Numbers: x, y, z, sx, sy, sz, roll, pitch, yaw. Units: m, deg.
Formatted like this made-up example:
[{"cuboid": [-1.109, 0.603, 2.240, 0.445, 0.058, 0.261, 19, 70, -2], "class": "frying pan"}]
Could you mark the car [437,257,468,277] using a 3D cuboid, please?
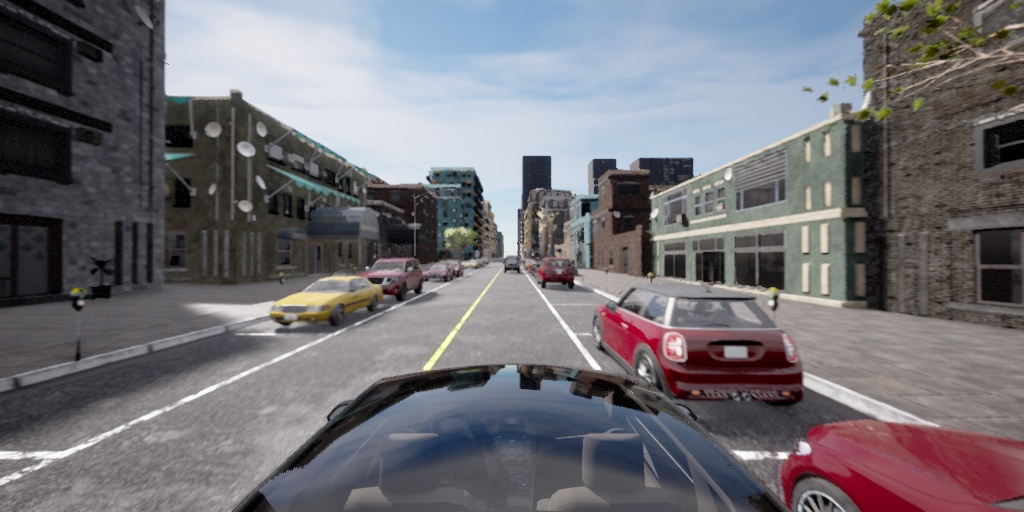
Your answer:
[{"cuboid": [-5.696, 1.116, 33.933, 1.967, 1.591, 4.097, 0, 0, 0], "class": "car"}]

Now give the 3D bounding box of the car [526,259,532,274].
[{"cuboid": [2.684, 1.243, 33.934, 1.948, 1.339, 4.313, 0, 0, 0], "class": "car"}]

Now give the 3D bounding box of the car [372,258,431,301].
[{"cuboid": [-5.693, 1.027, 17.334, 2.192, 1.841, 5.009, 0, 0, 0], "class": "car"}]

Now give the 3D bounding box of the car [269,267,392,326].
[{"cuboid": [-5.691, 1.251, 11.631, 1.751, 1.417, 4.829, 0, 0, 0], "class": "car"}]

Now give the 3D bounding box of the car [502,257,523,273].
[{"cuboid": [-0.009, 1.167, 40.803, 1.837, 1.490, 4.892, 0, 0, 0], "class": "car"}]

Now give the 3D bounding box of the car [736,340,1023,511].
[{"cuboid": [2.692, 1.335, 0.736, 1.802, 1.307, 4.207, 0, 0, 0], "class": "car"}]

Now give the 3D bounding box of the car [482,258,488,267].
[{"cuboid": [-5.827, 1.167, 63.242, 2.007, 1.370, 4.403, 0, 0, 0], "class": "car"}]

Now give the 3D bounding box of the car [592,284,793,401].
[{"cuboid": [2.691, 1.179, 6.269, 1.967, 1.591, 4.097, 0, 0, 0], "class": "car"}]

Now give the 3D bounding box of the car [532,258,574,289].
[{"cuboid": [2.687, 1.015, 22.868, 2.192, 1.841, 5.009, 0, 0, 0], "class": "car"}]

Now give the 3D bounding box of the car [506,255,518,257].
[{"cuboid": [-0.012, 0.863, 51.329, 2.150, 2.045, 5.566, 0, 0, 0], "class": "car"}]

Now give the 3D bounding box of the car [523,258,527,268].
[{"cuboid": [2.740, 1.168, 50.397, 1.751, 1.417, 4.829, 0, 0, 0], "class": "car"}]

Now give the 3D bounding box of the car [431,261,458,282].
[{"cuboid": [-5.695, 1.270, 28.400, 1.802, 1.307, 4.207, 0, 0, 0], "class": "car"}]

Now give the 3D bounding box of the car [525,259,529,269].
[{"cuboid": [2.690, 1.211, 39.160, 1.888, 1.381, 4.507, 0, 0, 0], "class": "car"}]

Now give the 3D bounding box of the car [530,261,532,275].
[{"cuboid": [2.685, 1.255, 28.400, 1.948, 1.339, 4.313, 0, 0, 0], "class": "car"}]

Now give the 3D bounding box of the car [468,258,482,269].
[{"cuboid": [-5.770, 1.163, 52.007, 1.751, 1.417, 4.829, 0, 0, 0], "class": "car"}]
